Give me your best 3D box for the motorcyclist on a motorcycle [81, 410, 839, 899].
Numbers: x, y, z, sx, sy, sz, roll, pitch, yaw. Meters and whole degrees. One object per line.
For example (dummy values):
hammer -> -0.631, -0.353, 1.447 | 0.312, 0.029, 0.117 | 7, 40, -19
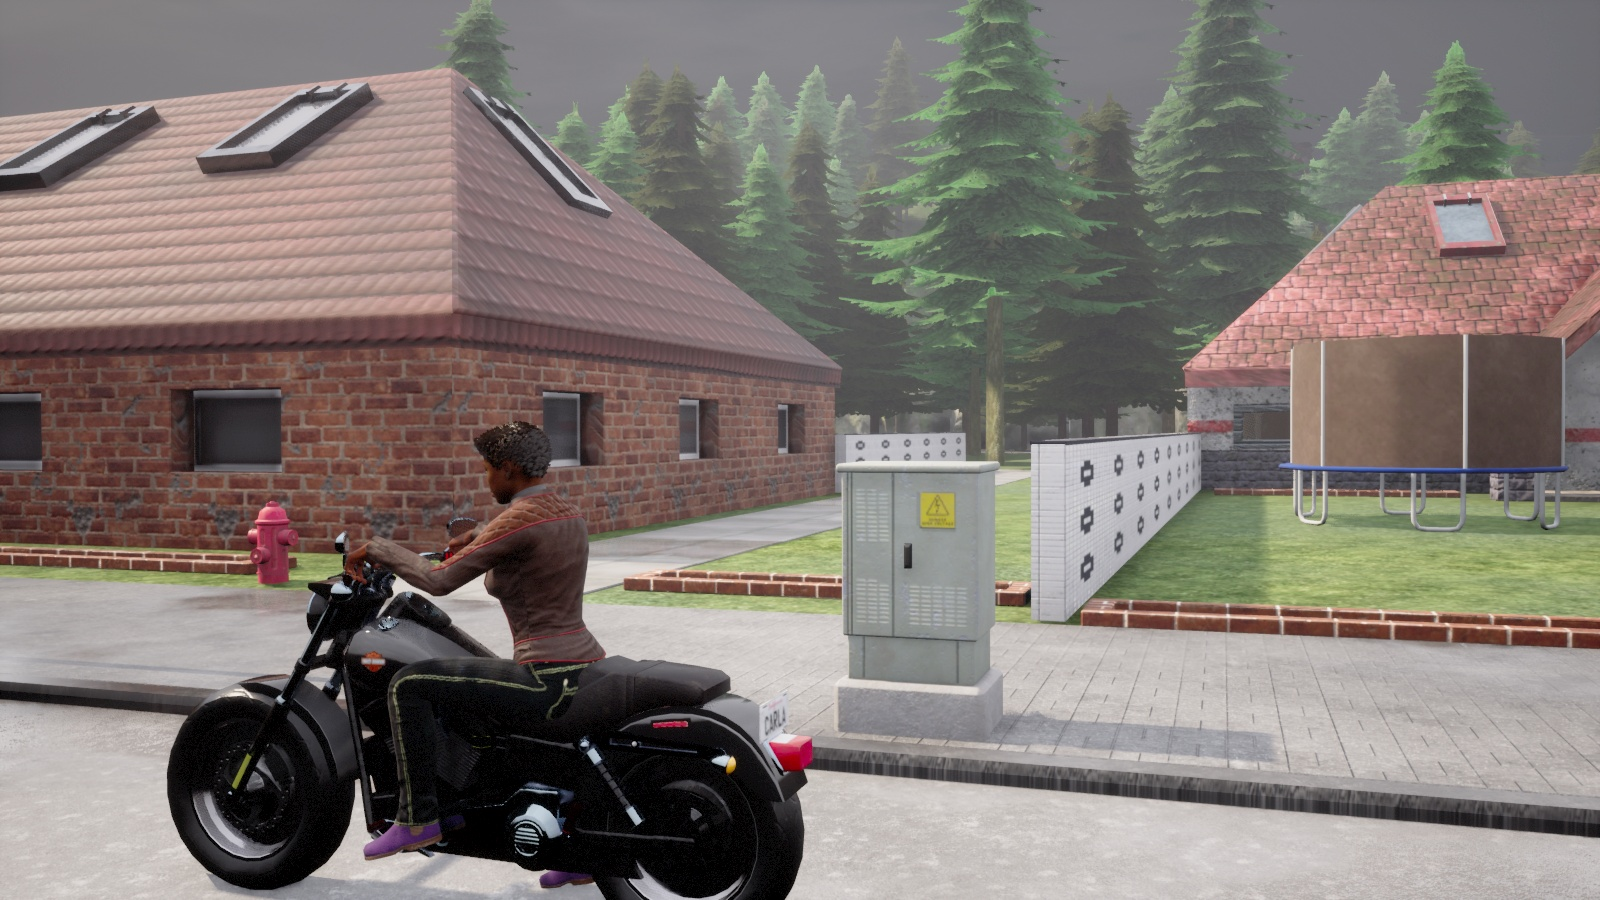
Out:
motorcyclist on a motorcycle -> -1.109, 0.707, 4.093 | 2.350, 1.649, 0.766 | 0, 1, 19
